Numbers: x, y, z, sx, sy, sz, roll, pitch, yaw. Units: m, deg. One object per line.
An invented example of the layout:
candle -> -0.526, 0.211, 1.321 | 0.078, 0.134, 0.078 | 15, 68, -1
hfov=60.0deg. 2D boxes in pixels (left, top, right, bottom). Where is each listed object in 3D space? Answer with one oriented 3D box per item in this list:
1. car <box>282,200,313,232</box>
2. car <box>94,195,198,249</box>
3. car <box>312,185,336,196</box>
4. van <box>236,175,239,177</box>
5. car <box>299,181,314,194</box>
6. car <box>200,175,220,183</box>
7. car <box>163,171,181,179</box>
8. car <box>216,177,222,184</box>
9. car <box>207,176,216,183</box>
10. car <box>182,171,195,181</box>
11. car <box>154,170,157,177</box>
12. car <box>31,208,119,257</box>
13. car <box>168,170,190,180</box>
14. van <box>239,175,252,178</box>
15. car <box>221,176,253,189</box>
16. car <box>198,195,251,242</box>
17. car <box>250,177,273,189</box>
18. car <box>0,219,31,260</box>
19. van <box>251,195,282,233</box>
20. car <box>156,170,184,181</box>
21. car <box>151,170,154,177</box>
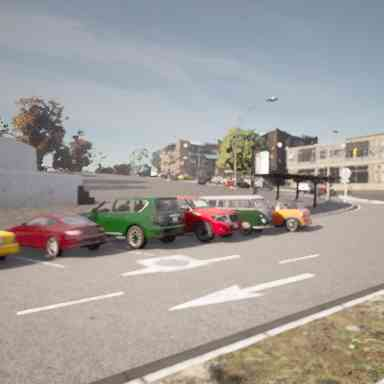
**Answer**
car -> 4.606, 1.272, 19.628 | 4.553, 1.767, 2.185 | -1, 0, 35
car -> -2.850, 1.202, 14.495 | 5.566, 2.045, 2.435 | -1, 0, 35
car -> 19.461, -0.222, 48.128 | 2.002, 1.452, 4.674 | 6, 3, 35
van -> 9.045, -2.124, 62.802 | 1.878, 1.987, 4.442 | 7, 4, 35
car -> 17.765, -0.785, 50.597 | 2.435, 2.045, 5.566 | 7, 4, 35
car -> 3.886, -2.679, 70.308 | 2.002, 1.452, 4.674 | 6, 4, 35
car -> -4.885, -4.212, 82.528 | 2.185, 1.767, 4.553 | 6, 3, 34
car -> 7.468, -2.174, 65.531 | 1.946, 1.575, 5.366 | 6, 4, 35
car -> 5.633, -2.405, 67.849 | 2.002, 1.452, 4.674 | 7, 4, 35
car -> -1.231, -3.540, 77.809 | 1.946, 1.575, 5.366 | 6, 3, 34
car -> -6.619, -4.447, 84.995 | 2.185, 1.767, 4.553 | 4, 1, 33
car -> -5.274, 1.512, 12.737 | 4.674, 1.452, 2.002 | -1, 0, 35
car -> -3.088, -4.061, 80.065 | 2.435, 2.045, 5.566 | 7, 4, 34
van -> 10.778, -1.850, 60.333 | 1.878, 1.987, 4.442 | 7, 4, 35
car -> 6.923, -1.217, 50.484 | 1.994, 1.385, 4.181 | 2, 4, -36
car -> -0.339, 1.183, 16.203 | 5.566, 2.045, 2.435 | -1, -1, 35
car -> 12.543, -1.352, 57.975 | 2.231, 1.521, 4.892 | 6, 3, 35
car -> -7.879, 1.491, 11.107 | 5.366, 1.575, 1.946 | -1, 0, 35
van -> 2.198, 1.189, 17.875 | 4.442, 1.987, 1.878 | -1, -1, 35
car -> -4.475, -3.068, 66.506 | 2.128, 1.511, 4.902 | 2, 4, -36
car -> -8.395, -4.724, 87.340 | 2.435, 2.045, 5.566 | 1, -1, 34
